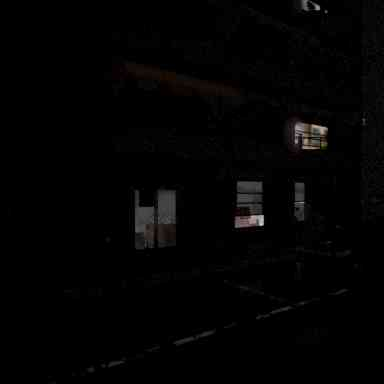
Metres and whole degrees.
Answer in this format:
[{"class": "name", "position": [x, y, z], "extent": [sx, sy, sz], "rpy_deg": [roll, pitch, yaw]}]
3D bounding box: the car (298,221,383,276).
[{"class": "car", "position": [5.071, 1.582, 10.257], "extent": [4.206, 1.307, 1.802], "rpy_deg": [0, 0, -36]}]
